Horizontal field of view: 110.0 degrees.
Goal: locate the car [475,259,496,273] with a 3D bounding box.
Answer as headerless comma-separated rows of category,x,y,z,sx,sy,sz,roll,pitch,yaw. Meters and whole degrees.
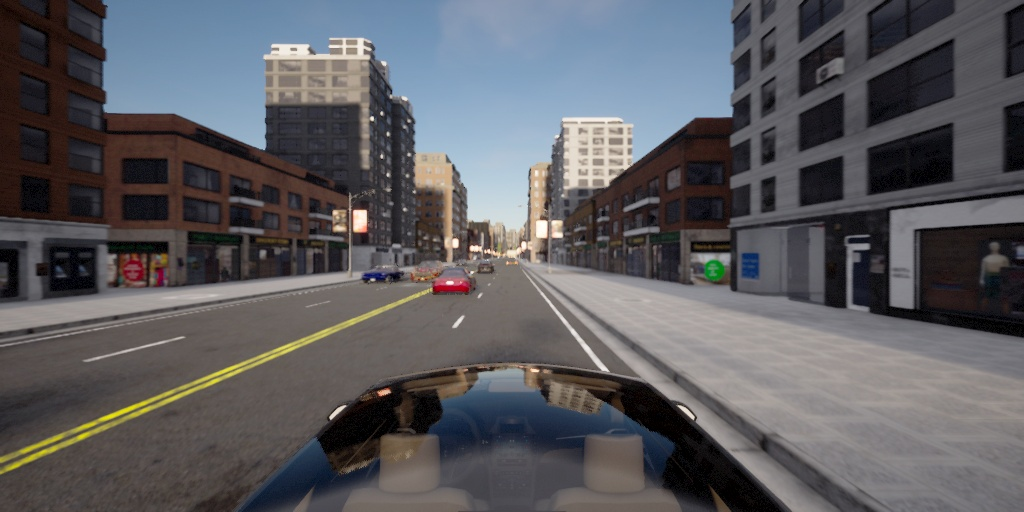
car,-3.169,1.323,44.695,1.837,1.490,4.892,0,0,0

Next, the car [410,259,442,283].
car,-6.606,1.143,28.744,2.097,1.767,4.553,0,0,0

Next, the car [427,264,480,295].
car,-3.159,1.342,20.244,1.994,1.385,4.181,0,0,0

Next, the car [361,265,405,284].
car,-9.860,1.390,27.634,1.895,1.301,4.718,0,0,0
